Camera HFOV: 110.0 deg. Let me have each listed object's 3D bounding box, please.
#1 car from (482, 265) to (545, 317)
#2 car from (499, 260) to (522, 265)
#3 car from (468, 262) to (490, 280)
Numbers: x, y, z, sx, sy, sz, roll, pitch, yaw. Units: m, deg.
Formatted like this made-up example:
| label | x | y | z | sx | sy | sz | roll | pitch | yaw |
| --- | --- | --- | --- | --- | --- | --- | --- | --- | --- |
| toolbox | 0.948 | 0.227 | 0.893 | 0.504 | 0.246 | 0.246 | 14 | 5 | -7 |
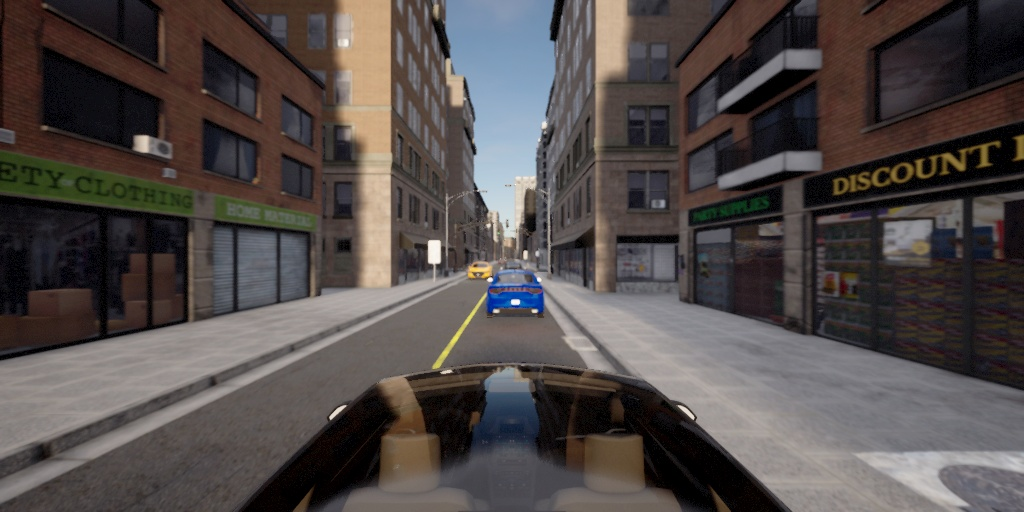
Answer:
| label | x | y | z | sx | sy | sz | roll | pitch | yaw |
| --- | --- | --- | --- | --- | --- | --- | --- | --- | --- |
| car | 0.102 | 1.243 | 13.215 | 1.882 | 1.535 | 5.008 | 0 | 0 | 0 |
| car | 0.104 | 1.298 | 29.113 | 1.837 | 1.490 | 4.892 | 0 | 0 | 0 |
| car | -2.782 | 1.278 | 32.236 | 1.882 | 1.535 | 5.008 | 0 | 0 | 1 |
